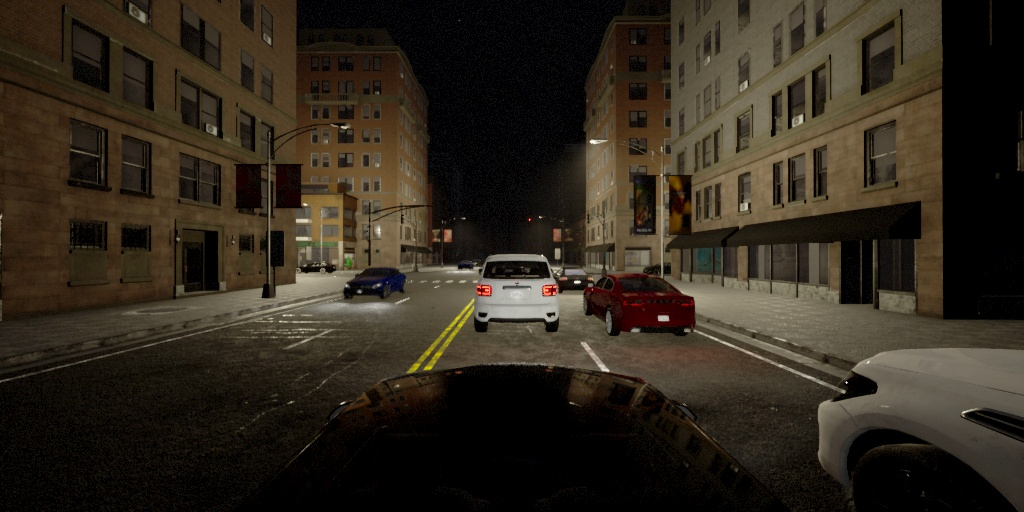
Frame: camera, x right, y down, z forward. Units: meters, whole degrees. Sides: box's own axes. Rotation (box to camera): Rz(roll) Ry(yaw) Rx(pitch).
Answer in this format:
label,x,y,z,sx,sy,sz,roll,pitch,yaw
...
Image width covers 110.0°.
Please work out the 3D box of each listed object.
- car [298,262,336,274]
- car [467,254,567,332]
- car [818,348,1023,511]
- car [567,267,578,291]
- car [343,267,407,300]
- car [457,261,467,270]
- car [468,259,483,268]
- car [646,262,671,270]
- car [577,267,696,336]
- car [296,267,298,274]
label,x,y,z,sx,sy,sz,roll,pitch,yaw
car,-22.070,1.326,40.283,4.313,1.339,1.948,0,0,0
car,0.116,0.971,10.963,2.150,2.045,5.566,0,0,0
car,3.347,0.972,0.237,2.150,2.045,5.566,0,0,0
car,3.376,1.313,20.485,1.994,1.385,4.181,0,0,0
car,-6.590,1.274,17.846,1.812,1.442,4.674,0,0,0
car,-6.529,1.344,50.824,1.895,1.301,4.718,0,0,0
car,-6.477,1.230,64.027,2.128,1.511,4.902,0,0,1
car,16.085,1.351,37.847,4.181,1.385,1.994,0,0,0
car,3.362,1.228,10.397,1.882,1.535,5.008,0,0,0
car,-22.123,1.169,32.258,4.097,1.591,1.967,0,0,0
